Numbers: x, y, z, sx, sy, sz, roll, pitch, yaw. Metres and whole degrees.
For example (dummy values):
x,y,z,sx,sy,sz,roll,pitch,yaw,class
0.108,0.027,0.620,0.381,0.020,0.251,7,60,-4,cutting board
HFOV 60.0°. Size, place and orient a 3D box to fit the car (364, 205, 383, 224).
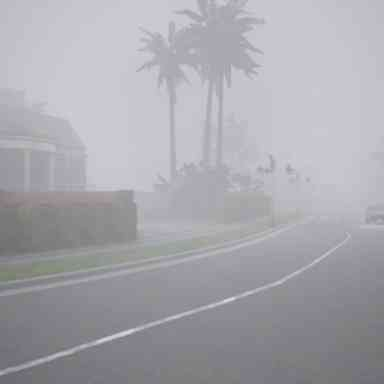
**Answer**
x,y,z,sx,sy,sz,roll,pitch,yaw,class
14.804,1.710,26.406,2.033,1.411,5.357,0,-1,28,car
